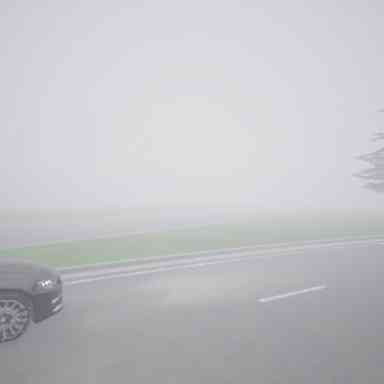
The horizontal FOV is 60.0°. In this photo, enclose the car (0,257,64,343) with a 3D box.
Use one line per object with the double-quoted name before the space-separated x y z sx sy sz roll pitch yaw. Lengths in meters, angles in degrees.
"car" -4.473 1.480 4.785 4.902 1.511 2.128 0 0 -35
